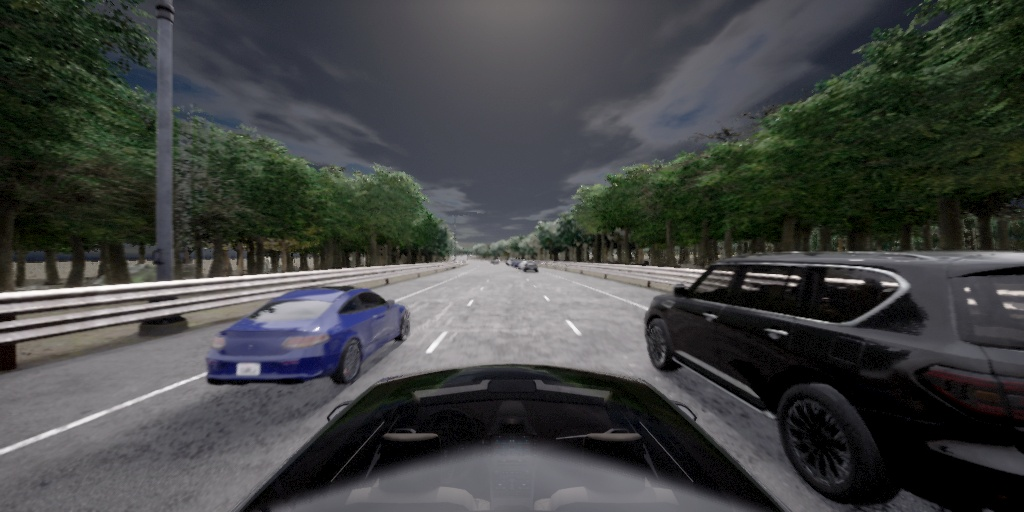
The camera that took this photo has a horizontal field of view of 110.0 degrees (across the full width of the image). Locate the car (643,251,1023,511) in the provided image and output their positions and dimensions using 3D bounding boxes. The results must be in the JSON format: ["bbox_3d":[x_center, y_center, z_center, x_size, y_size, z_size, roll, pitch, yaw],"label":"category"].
[{"bbox_3d":[3.594,0.972,4.536,2.150,2.045,5.566,0,0,0],"label":"car"}]

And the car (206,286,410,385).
[{"bbox_3d":[-3.414,1.297,6.936,1.812,1.442,4.674,0,0,0],"label":"car"}]

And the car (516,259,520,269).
[{"bbox_3d":[2.111,1.588,61.312,1.812,1.442,4.674,0,0,-3],"label":"car"}]

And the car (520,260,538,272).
[{"bbox_3d":[2.590,1.513,50.243,1.812,1.442,4.674,0,0,-2],"label":"car"}]
